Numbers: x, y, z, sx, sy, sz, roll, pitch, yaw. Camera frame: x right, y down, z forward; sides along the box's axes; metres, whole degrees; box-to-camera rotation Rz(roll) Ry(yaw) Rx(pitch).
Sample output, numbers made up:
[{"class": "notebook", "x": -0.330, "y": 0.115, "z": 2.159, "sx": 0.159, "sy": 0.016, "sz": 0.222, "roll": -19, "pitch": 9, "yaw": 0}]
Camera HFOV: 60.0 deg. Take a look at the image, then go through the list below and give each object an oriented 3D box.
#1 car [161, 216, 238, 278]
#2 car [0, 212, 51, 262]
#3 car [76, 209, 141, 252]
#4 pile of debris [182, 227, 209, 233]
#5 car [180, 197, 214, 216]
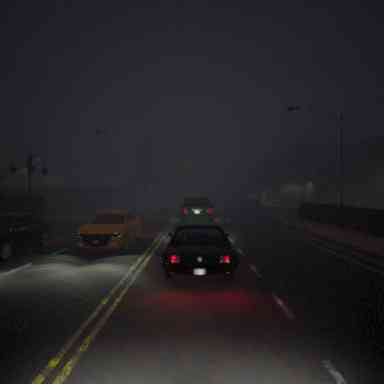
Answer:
[{"class": "car", "x": 0.208, "y": 1.648, "z": 10.233, "sx": 1.895, "sy": 1.301, "sz": 4.718, "roll": 0, "pitch": 0, "yaw": 0}, {"class": "car", "x": -6.970, "y": 1.558, "z": 12.392, "sx": 1.837, "sy": 1.490, "sz": 4.892, "roll": 0, "pitch": 0, "yaw": 1}, {"class": "car", "x": -3.442, "y": 1.543, "z": 14.487, "sx": 1.882, "sy": 1.535, "sz": 5.008, "roll": 0, "pitch": 0, "yaw": 1}, {"class": "pile of debris", "x": 0.199, "y": 2.266, "z": 19.673, "sx": 1.500, "sy": 0.140, "sz": 1.860, "roll": 0, "pitch": 0, "yaw": 1}, {"class": "car", "x": 0.334, "y": 1.326, "z": 22.750, "sx": 2.150, "sy": 2.045, "sz": 5.566, "roll": 0, "pitch": 0, "yaw": 1}]
